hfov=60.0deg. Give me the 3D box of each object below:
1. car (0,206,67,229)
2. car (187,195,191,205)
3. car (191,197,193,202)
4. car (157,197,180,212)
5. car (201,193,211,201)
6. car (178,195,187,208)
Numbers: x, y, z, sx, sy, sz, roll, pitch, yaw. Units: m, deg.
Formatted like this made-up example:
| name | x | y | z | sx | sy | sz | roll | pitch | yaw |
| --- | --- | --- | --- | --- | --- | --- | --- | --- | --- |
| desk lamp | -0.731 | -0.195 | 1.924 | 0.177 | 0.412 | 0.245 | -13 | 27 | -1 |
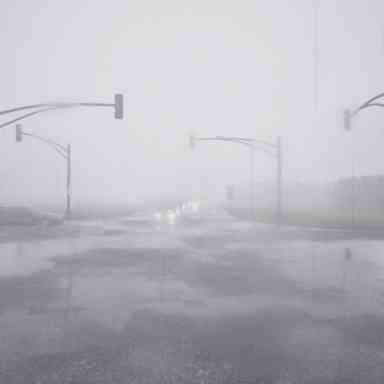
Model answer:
| name | x | y | z | sx | sy | sz | roll | pitch | yaw |
| --- | --- | --- | --- | --- | --- | --- | --- | --- | --- |
| car | -10.685 | 1.546 | 20.582 | 5.357 | 1.411 | 2.033 | 0 | -1 | -10 |
| car | -1.767 | 1.479 | 57.808 | 2.128 | 1.511 | 4.902 | 0 | 0 | 4 |
| car | -0.905 | 1.468 | 69.555 | 2.128 | 1.511 | 4.902 | 0 | 0 | 4 |
| car | -2.812 | 1.600 | 38.245 | 1.895 | 1.301 | 4.718 | 0 | 0 | 3 |
| car | 3.361 | 1.191 | 79.079 | 2.150 | 2.045 | 5.566 | 0 | 0 | 5 |
| car | -2.358 | 1.486 | 47.559 | 2.128 | 1.511 | 4.902 | 0 | 0 | 3 |
